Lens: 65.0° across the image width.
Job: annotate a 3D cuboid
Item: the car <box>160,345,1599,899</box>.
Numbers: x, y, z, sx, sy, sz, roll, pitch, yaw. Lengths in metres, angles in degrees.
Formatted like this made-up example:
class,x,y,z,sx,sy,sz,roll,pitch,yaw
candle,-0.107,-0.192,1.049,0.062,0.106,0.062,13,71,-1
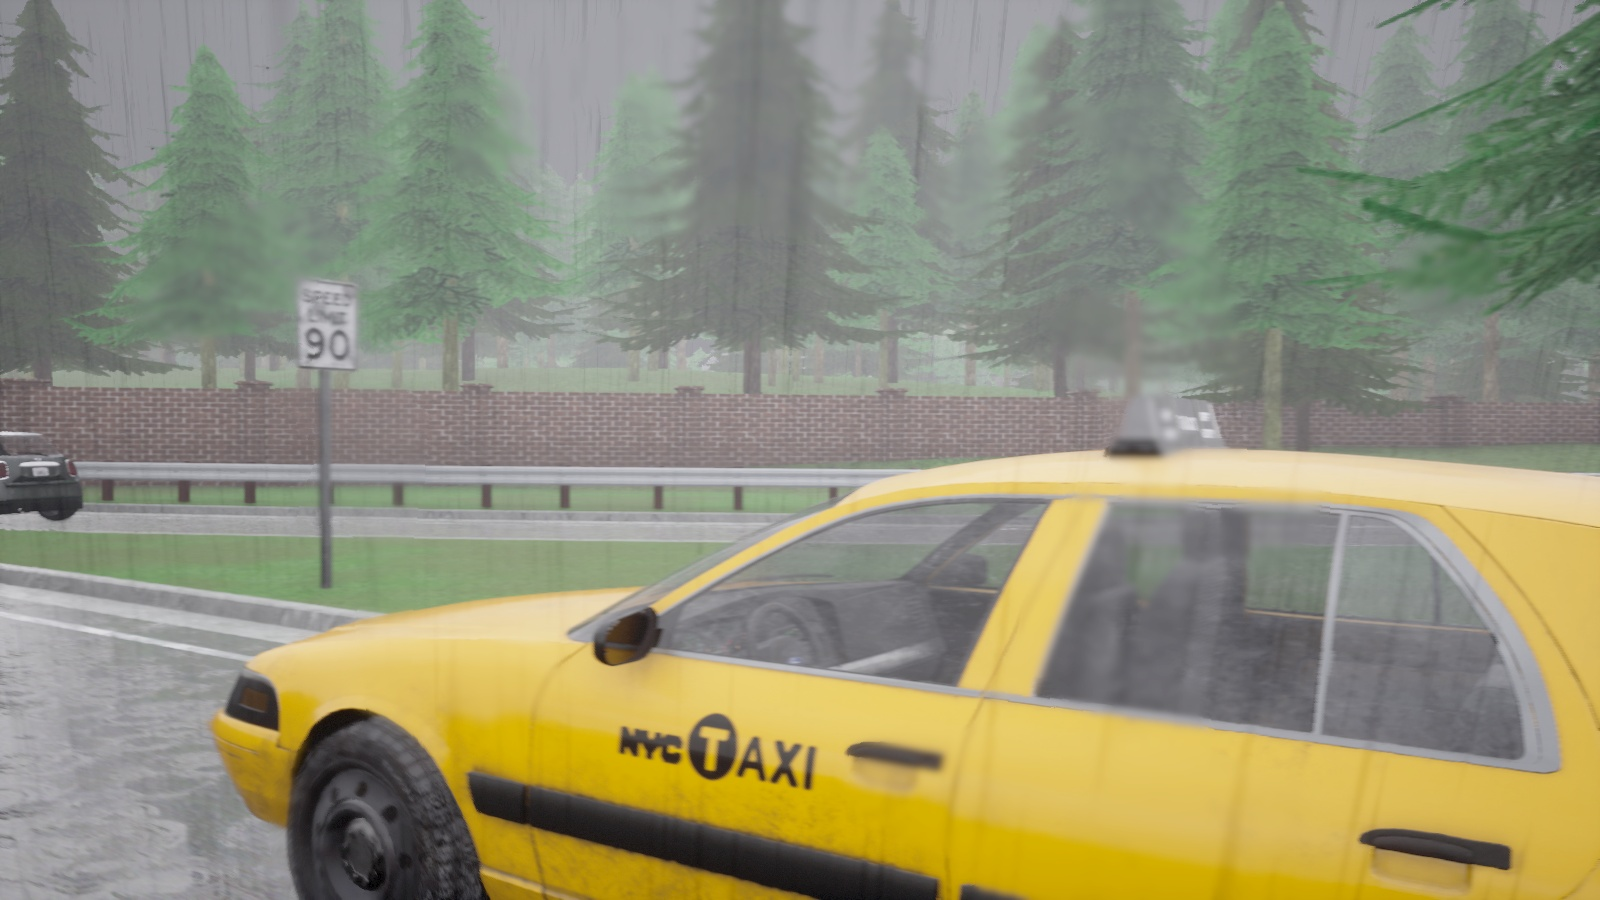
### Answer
class,x,y,z,sx,sy,sz,roll,pitch,yaw
car,0.790,0.626,3.097,5.366,1.575,1.801,0,1,34

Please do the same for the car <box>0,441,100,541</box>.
class,x,y,z,sx,sy,sz,roll,pitch,yaw
car,-13.618,0.628,20.140,3.806,1.475,1.970,-1,1,13
